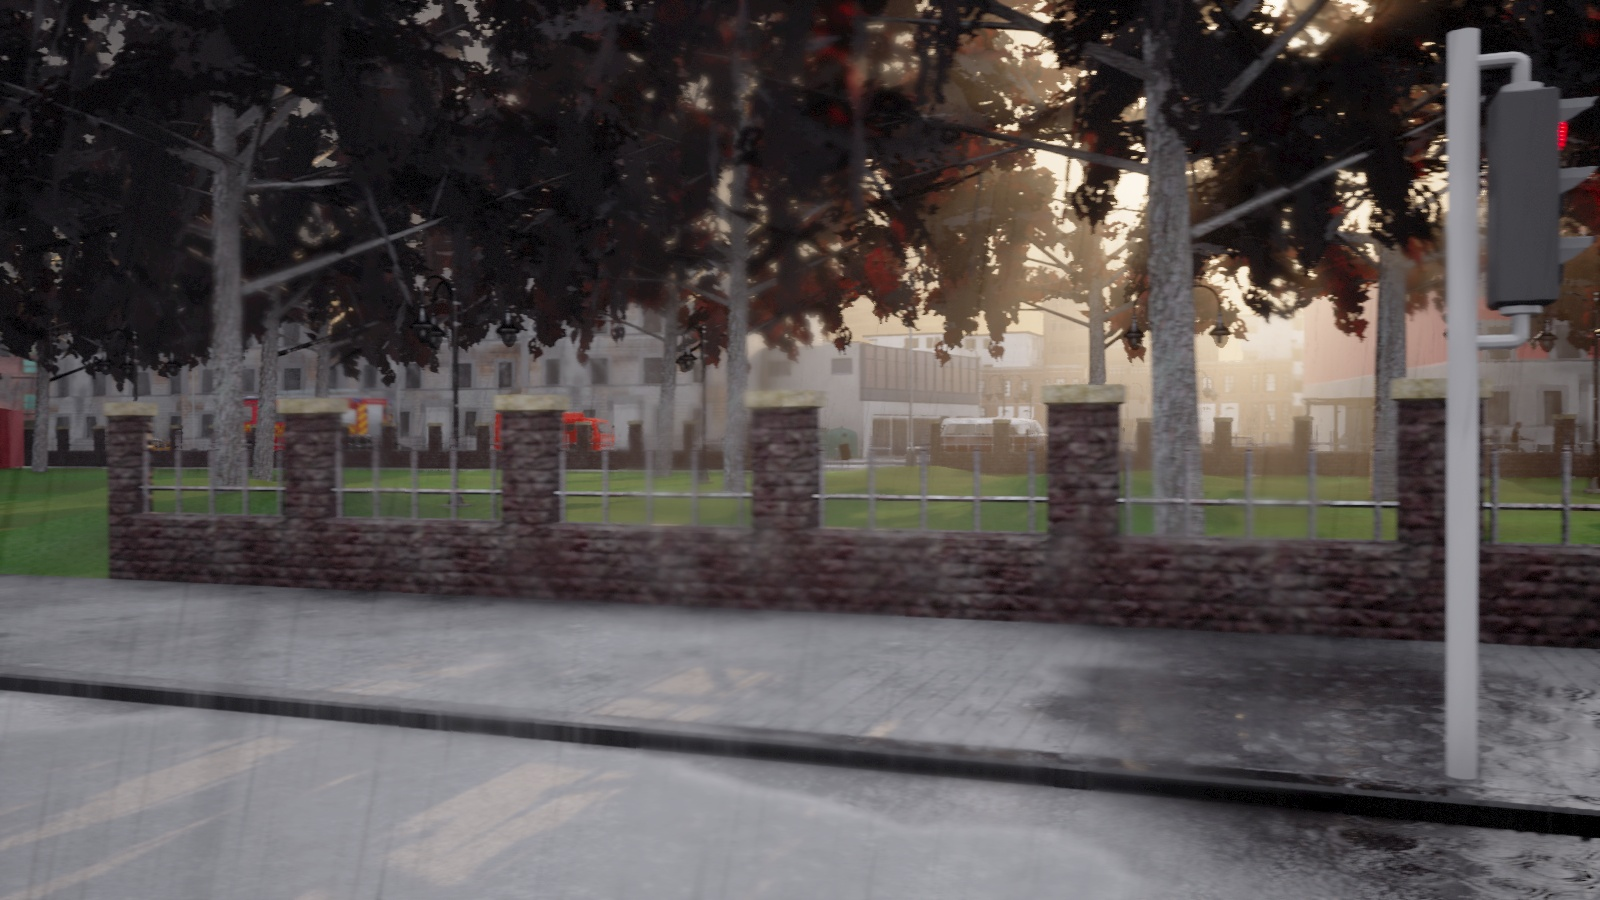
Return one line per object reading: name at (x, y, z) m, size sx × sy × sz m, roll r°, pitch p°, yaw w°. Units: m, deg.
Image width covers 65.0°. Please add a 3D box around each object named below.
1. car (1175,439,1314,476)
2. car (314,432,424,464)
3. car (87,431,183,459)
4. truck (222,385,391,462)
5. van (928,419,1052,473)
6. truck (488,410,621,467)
car at (16.261, 0.248, 46.045) m, size 4.718 × 1.301 × 1.895 m, roll 0°, pitch 1°, yaw 20°
car at (-20.465, -0.106, 59.606) m, size 4.892 × 1.490 × 1.837 m, roll 0°, pitch 1°, yaw 20°
car at (-37.073, -0.316, 69.986) m, size 5.008 × 1.535 × 1.882 m, roll 0°, pitch 1°, yaw 20°
truck at (-25.900, -1.379, 65.853) m, size 8.468 × 3.827 × 2.891 m, roll 0°, pitch 1°, yaw 20°
van at (7.450, -0.191, 49.299) m, size 4.480 × 2.038 × 2.069 m, roll 0°, pitch 1°, yaw 20°
truck at (-10.962, -0.531, 56.097) m, size 5.204 × 2.467 × 2.627 m, roll 0°, pitch 1°, yaw 20°
